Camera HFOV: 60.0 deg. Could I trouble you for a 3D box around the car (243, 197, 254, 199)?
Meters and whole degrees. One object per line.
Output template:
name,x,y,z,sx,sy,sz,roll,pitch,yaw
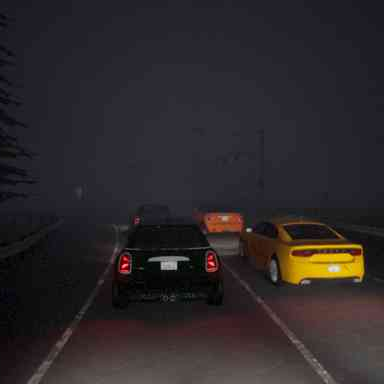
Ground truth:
car,12.961,1.502,63.949,4.892,1.490,1.837,0,0,-18

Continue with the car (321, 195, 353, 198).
car,28.575,1.522,65.551,4.902,1.511,2.128,0,0,-19

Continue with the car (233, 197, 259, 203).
car,10.905,1.597,66.909,4.718,1.301,1.895,0,0,-18

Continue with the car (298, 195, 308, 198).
car,24.852,1.351,71.655,4.553,1.767,2.097,0,0,-19

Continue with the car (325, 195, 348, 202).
car,34.775,1.536,79.994,5.357,1.411,2.033,0,0,-29

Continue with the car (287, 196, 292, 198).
car,20.580,1.549,73.879,4.181,1.385,1.994,0,0,-19

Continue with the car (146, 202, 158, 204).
car,-2.110,1.351,16.928,2.097,1.767,4.553,0,0,-12

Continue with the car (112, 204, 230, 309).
car,-0.630,1.352,8.121,2.097,1.767,4.553,0,0,-6

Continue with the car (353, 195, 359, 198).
car,38.200,1.521,77.983,4.902,1.511,2.128,0,0,-29

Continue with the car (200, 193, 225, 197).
car,4.077,1.217,68.265,5.566,2.045,2.150,0,0,-18

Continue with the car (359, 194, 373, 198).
car,40.837,1.351,75.490,4.553,1.767,2.097,0,0,-33

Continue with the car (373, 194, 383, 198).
car,42.023,1.549,72.118,4.181,1.385,1.994,0,0,-29

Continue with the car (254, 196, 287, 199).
car,14.294,1.597,60.722,4.718,1.301,1.895,0,0,-19

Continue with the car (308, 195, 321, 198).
car,27.101,1.352,68.742,4.553,1.767,2.097,0,0,-19

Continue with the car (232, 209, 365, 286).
car,2.730,1.477,9.482,1.882,1.535,5.008,0,0,-6

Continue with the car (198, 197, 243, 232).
car,1.204,1.351,18.368,2.097,1.767,4.553,0,0,-12
